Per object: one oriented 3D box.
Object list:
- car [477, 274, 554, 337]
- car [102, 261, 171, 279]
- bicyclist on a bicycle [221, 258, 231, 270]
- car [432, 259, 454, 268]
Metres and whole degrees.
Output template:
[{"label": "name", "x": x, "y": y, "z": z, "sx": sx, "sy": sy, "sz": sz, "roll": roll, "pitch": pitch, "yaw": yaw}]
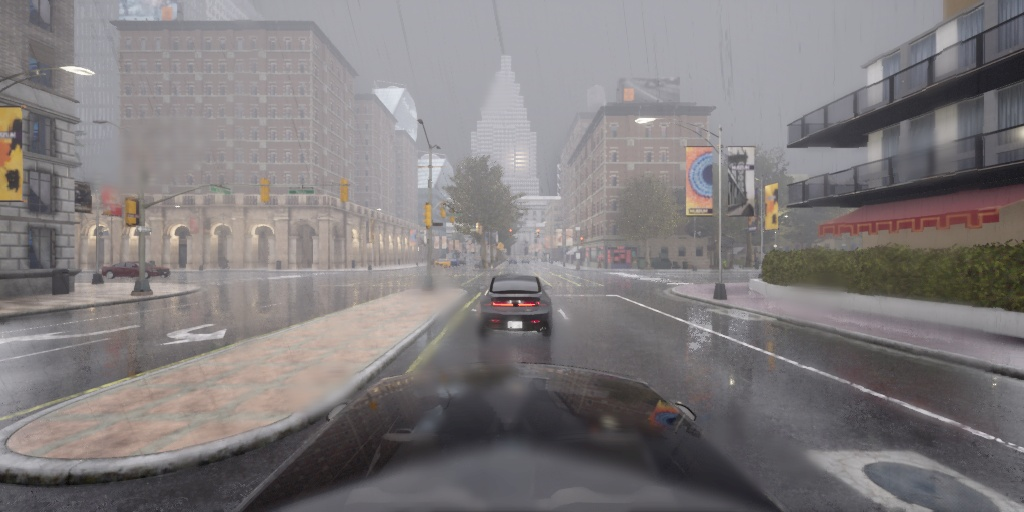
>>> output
[{"label": "car", "x": 0.095, "y": 1.255, "z": 10.248, "sx": 1.837, "sy": 1.490, "sz": 4.892, "roll": 0, "pitch": 0, "yaw": 0}, {"label": "car", "x": -33.654, "y": 1.228, "z": 32.203, "sx": 5.008, "sy": 1.535, "sz": 1.882, "roll": 0, "pitch": 0, "yaw": 0}, {"label": "bicyclist on a bicycle", "x": -37.204, "y": 1.050, "z": 46.660, "sx": 0.582, "sy": 1.620, "sz": 1.656, "roll": 0, "pitch": 0, "yaw": 0}, {"label": "car", "x": -11.450, "y": 1.228, "z": 59.578, "sx": 1.882, "sy": 1.535, "sz": 5.008, "roll": 0, "pitch": 0, "yaw": 0}]
